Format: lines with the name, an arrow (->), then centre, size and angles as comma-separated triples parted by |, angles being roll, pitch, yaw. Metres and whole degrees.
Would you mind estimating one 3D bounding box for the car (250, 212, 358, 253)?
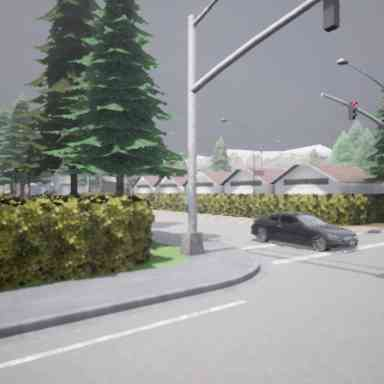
car -> 4.516, 1.589, 14.074 | 1.812, 1.442, 4.674 | 0, 1, -36
